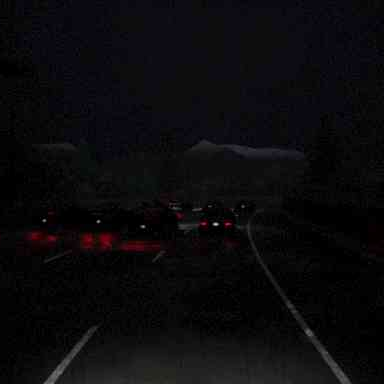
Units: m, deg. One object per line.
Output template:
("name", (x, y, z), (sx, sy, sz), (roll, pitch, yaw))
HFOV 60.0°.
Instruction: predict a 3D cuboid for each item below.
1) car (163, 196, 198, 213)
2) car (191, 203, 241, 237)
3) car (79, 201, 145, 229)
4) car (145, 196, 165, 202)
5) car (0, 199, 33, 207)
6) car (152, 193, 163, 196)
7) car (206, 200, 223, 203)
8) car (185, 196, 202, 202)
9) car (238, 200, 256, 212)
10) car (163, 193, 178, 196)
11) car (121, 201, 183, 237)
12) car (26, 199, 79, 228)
("car", (-1.248, 1.517, 38.202), (2.128, 1.511, 4.902), (0, 0, 16))
("car", (1.478, 1.562, 18.090), (2.033, 1.411, 5.357), (0, 0, 8))
("car", (-5.006, 1.501, 21.592), (2.128, 1.511, 4.902), (0, 0, 9))
("car", (-4.607, 1.548, 39.188), (1.812, 1.442, 4.674), (0, 0, 16))
("car", (-19.488, 1.568, 38.498), (1.994, 1.385, 4.181), (0, 0, 15))
("car", (-6.515, 1.241, 79.318), (2.150, 2.045, 5.566), (0, 0, 30))
("car", (2.584, 1.595, 38.791), (1.994, 1.385, 4.181), (0, 0, 17))
("car", (0.447, 1.613, 77.329), (1.895, 1.301, 4.718), (0, 0, 30))
("car", (6.272, 1.600, 38.849), (1.994, 1.385, 4.181), (0, 0, 17))
("car", (-3.936, 1.519, 76.798), (1.882, 1.535, 5.008), (0, 0, 30))
("car", (-1.987, 1.488, 18.219), (1.882, 1.535, 5.008), (0, 0, 8))
("car", (-8.437, 1.498, 22.303), (2.128, 1.511, 4.902), (0, 0, 9))
